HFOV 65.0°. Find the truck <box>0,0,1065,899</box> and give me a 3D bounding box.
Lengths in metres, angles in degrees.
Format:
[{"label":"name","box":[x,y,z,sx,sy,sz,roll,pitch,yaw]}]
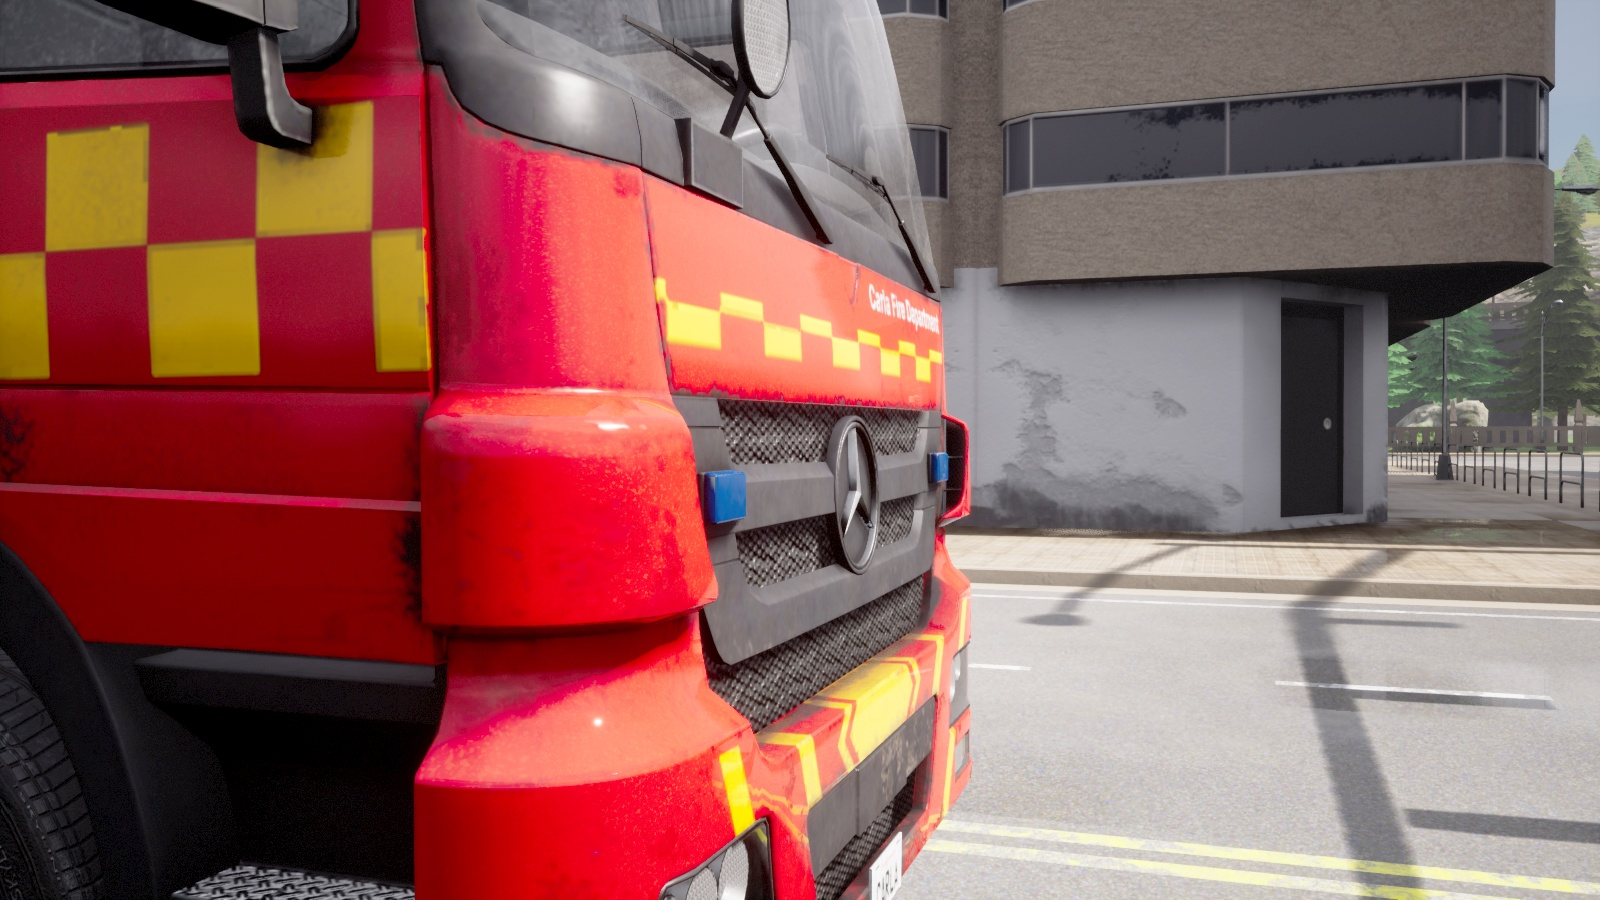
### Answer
[{"label":"truck","box":[-3.556,-0.422,4.371,8.468,3.827,2.891,1,1,19]}]
